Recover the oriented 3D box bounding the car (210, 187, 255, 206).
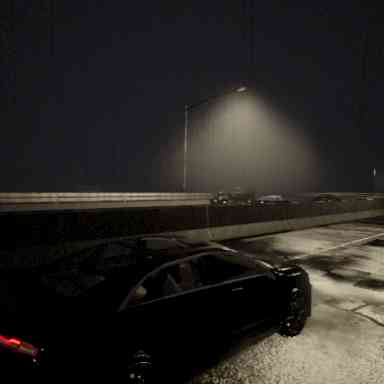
[{"bbox_3d":[4.256,0.499,33.507,5.566,2.045,2.150,0,2,-44],"label":"car"}]

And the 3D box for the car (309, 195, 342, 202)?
[{"bbox_3d":[12.991,1.048,32.269,4.892,1.490,1.837,0,2,-44],"label":"car"}]

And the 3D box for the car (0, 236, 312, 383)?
[{"bbox_3d":[-0.125,1.364,4.495,4.902,1.511,2.128,0,2,-44],"label":"car"}]

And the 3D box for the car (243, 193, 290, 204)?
[{"bbox_3d":[7.301,1.007,31.606,4.718,1.301,1.895,0,2,-44],"label":"car"}]
